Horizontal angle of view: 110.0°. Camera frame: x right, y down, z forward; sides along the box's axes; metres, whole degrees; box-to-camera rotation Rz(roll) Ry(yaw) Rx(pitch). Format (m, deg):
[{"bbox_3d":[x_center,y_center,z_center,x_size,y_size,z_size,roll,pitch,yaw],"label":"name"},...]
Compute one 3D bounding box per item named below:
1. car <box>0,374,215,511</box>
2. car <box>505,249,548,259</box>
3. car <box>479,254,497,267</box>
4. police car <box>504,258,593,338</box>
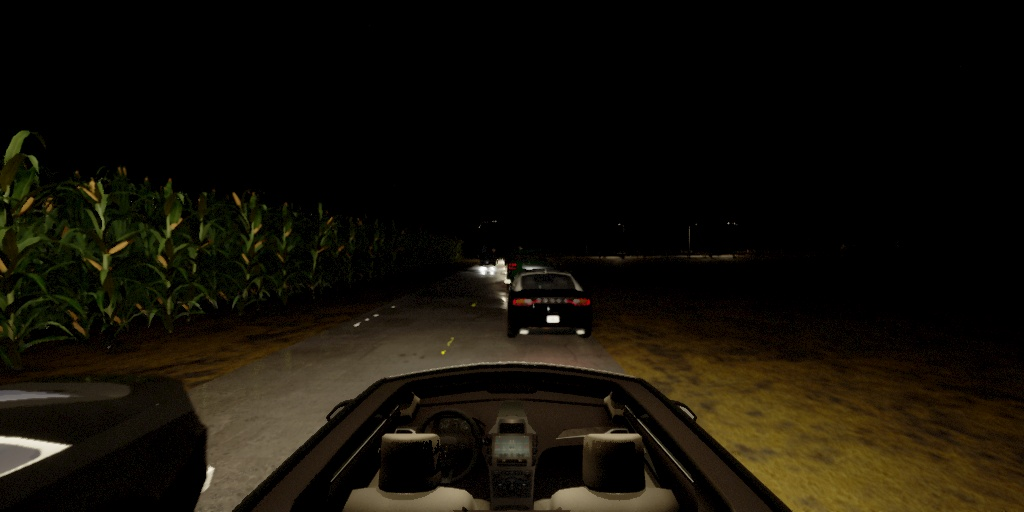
[{"bbox_3d":[-2.846,1.273,0.231,2.128,1.511,4.902,0,1,0],"label":"car"},{"bbox_3d":[0.815,0.617,19.678,2.150,2.045,5.566,0,1,0],"label":"car"},{"bbox_3d":[-2.869,0.464,43.816,2.128,1.511,4.902,0,1,0],"label":"car"},{"bbox_3d":[0.821,1.010,9.762,1.930,1.638,5.238,0,1,0],"label":"police car"}]
